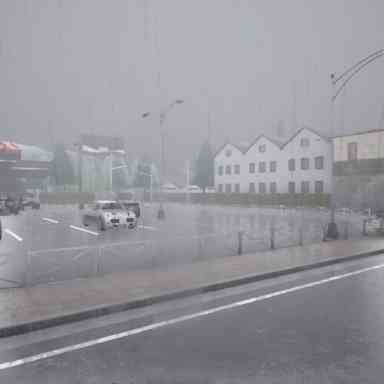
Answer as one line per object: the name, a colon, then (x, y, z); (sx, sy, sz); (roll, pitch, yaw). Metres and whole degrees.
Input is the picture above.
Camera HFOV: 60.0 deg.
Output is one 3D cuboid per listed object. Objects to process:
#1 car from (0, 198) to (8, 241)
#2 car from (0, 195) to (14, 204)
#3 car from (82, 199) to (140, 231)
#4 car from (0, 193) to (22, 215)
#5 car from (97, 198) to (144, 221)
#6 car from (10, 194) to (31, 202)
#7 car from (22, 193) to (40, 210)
car: (-9.636, 1.169, 14.395); (2.152, 1.636, 5.027); (0, 0, -36)
car: (-38.355, 1.495, 66.689); (4.611, 1.667, 2.242); (0, 0, -36)
car: (-4.598, 1.248, 18.384); (1.970, 1.475, 3.806); (0, 0, -36)
car: (-17.171, 1.113, 30.372); (1.932, 1.855, 4.605); (0, 0, -36)
car: (-5.708, 1.313, 26.250); (2.007, 1.523, 4.514); (0, 0, -36)
car: (-38.110, 1.328, 73.817); (3.866, 1.878, 1.905); (0, 0, -36)
car: (-19.063, 1.092, 38.687); (1.905, 1.878, 3.866); (0, 0, -36)
